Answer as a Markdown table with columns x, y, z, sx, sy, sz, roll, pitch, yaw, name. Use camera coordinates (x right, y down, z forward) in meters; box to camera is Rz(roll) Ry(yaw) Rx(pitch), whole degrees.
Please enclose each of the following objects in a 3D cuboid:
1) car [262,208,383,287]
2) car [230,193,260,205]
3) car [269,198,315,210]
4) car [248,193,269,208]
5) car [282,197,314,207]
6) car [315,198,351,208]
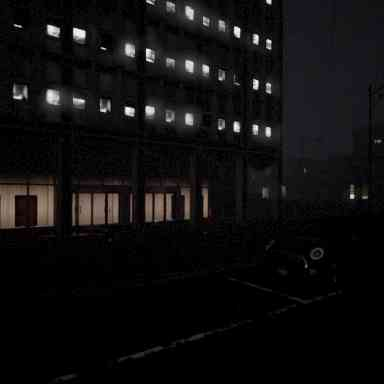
| x | y | z | sx | sy | sz | roll | pitch | yaw | name |
| --- | --- | --- | --- | --- | --- | --- | --- | --- | --- |
| 3.850 | 1.441 | 9.312 | 4.097 | 1.590 | 1.967 | 0 | 0 | -36 | car |
| 9.157 | 1.168 | 57.615 | 2.192 | 1.841 | 5.009 | 1 | 0 | -35 | car |
| 11.716 | 1.427 | 39.188 | 2.008 | 1.369 | 4.403 | 1 | 0 | -35 | car |
| 8.567 | 1.168 | 43.742 | 2.192 | 1.841 | 5.009 | 1 | 0 | -35 | car |
| 15.457 | 1.480 | 48.509 | 1.802 | 1.307 | 4.206 | 1 | 0 | -35 | car |
| 18.511 | 1.446 | 44.095 | 1.752 | 1.417 | 4.829 | 1 | 0 | -35 | car |
